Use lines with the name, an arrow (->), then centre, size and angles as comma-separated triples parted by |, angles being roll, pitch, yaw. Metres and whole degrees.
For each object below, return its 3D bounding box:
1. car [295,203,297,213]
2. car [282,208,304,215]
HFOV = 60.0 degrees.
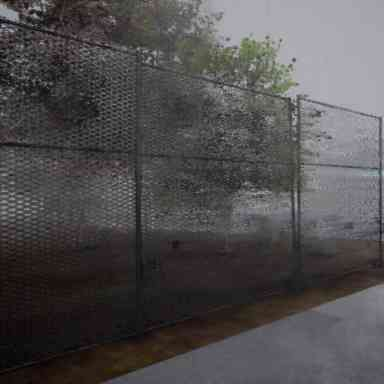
car -> 21.567, 4.300, 77.715 | 5.566, 2.045, 2.435 | 1, 0, 36
car -> 24.026, 4.626, 79.430 | 4.674, 1.452, 2.002 | 1, 1, 36
